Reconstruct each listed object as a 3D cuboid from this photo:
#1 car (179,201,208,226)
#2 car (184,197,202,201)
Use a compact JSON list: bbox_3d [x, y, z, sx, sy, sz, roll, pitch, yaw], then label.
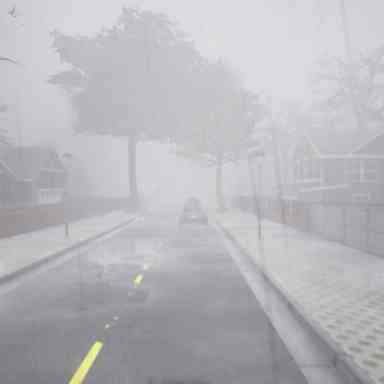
[{"bbox_3d":[0.101,1.569,23.750,1.994,1.385,4.181,0,0,0],"label":"car"},{"bbox_3d":[0.104,1.353,41.068,2.097,1.767,4.553,0,0,0],"label":"car"}]
